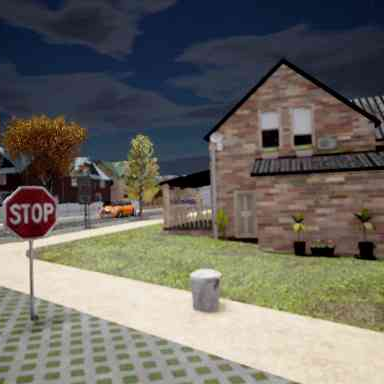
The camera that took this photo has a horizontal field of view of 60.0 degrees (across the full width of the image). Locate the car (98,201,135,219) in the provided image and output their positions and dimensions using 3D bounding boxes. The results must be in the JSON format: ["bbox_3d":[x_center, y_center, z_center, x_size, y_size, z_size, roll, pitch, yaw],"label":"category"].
[{"bbox_3d":[-7.643,1.731,34.096,2.097,1.767,4.553,-2,-1,17],"label":"car"}]

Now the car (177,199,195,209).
[{"bbox_3d":[-1.036,1.976,55.357,2.097,1.767,4.553,-2,-1,17],"label":"car"}]
